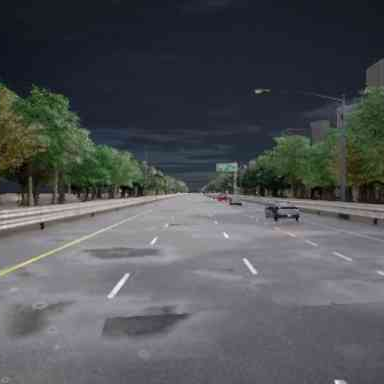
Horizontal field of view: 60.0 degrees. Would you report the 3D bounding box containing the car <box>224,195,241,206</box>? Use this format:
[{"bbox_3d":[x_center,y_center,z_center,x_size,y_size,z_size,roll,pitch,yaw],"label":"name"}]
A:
[{"bbox_3d":[7.156,1.586,55.953,2.033,1.411,5.357,0,0,0],"label":"car"}]

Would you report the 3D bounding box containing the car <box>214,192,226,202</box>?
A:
[{"bbox_3d":[7.336,1.280,80.998,2.150,2.045,5.566,0,0,0],"label":"car"}]

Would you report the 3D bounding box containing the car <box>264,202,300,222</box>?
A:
[{"bbox_3d":[7.031,1.503,26.386,2.128,1.511,4.902,0,0,0],"label":"car"}]
